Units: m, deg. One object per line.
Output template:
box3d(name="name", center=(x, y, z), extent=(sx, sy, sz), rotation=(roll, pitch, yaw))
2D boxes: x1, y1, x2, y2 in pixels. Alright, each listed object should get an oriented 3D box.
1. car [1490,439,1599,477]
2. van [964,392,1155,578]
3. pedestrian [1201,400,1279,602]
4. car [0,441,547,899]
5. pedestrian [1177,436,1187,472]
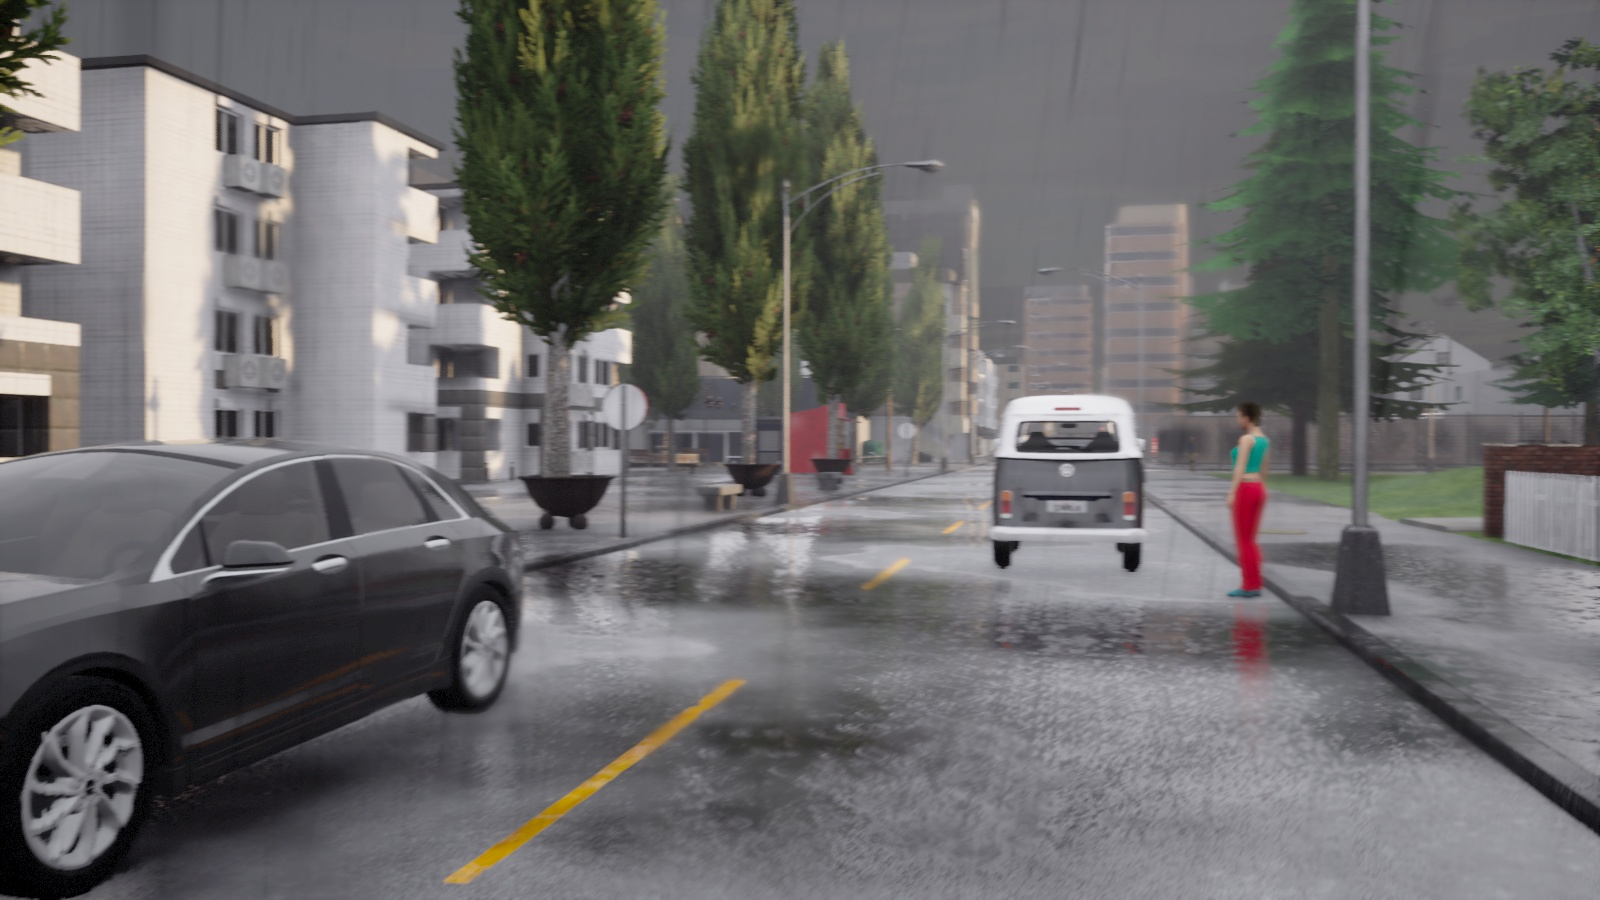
box3d(name="car", center=(37.622, 0.371, 63.305), extent=(4.605, 1.855, 1.932), rotation=(0, 0, 12))
box3d(name="van", center=(3.334, 0.390, 16.147), extent=(2.069, 2.038, 4.480), rotation=(0, 0, 12))
box3d(name="pedestrian", center=(4.097, 0.460, 11.706), extent=(0.345, 1.836, 0.594), rotation=(0, 0, -35))
box3d(name="car", center=(-2.978, 0.708, 5.602), extent=(1.837, 1.490, 4.892), rotation=(0, 0, 12))
box3d(name="pedestrian", center=(19.611, 0.183, 64.408), extent=(0.402, 1.842, 0.726), rotation=(0, 0, 11))
